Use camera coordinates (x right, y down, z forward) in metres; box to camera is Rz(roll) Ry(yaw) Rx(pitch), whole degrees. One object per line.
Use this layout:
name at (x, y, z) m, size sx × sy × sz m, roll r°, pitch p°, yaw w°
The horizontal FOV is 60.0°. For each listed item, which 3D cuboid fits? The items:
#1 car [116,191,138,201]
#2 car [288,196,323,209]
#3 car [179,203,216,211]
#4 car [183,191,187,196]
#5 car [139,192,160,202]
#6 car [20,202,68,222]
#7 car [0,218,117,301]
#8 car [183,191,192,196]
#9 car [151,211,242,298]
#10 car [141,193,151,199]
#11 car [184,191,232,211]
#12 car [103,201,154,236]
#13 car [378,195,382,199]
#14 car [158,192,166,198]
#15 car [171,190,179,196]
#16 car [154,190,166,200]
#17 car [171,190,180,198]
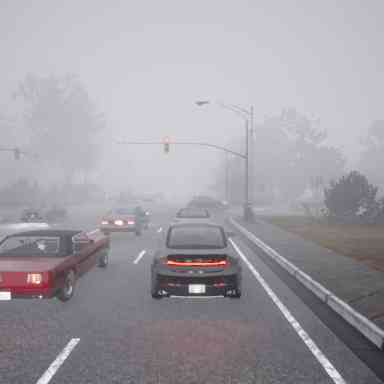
car at (-10.701, 0.814, 53.866) m, size 2.150 × 2.045 × 5.566 m, roll 0°, pitch 1°, yaw 0°
car at (13.659, 1.214, 38.436) m, size 4.902 × 1.511 × 2.128 m, roll 0°, pitch 0°, yaw -3°
car at (0.076, 1.495, 17.703) m, size 1.895 × 1.301 × 4.718 m, roll 0°, pitch 0°, yaw 0°
car at (-0.687, 0.775, 85.309) m, size 1.994 × 1.385 × 4.181 m, roll 0°, pitch 1°, yaw -4°
car at (-7.204, 1.117, 56.750) m, size 2.033 × 1.411 × 5.357 m, roll 0°, pitch 1°, yaw 0°
car at (-10.647, 1.404, 24.196) m, size 1.994 × 1.385 × 4.181 m, roll 0°, pitch 0°, yaw 0°
car at (-3.415, 1.570, 8.209) m, size 1.895 × 1.301 × 4.718 m, roll 0°, pitch 0°, yaw 0°
car at (-1.441, 0.456, 95.186) m, size 2.033 × 1.411 × 5.357 m, roll 0°, pitch 1°, yaw -7°
car at (0.086, 1.472, 8.390) m, size 1.837 × 1.490 × 4.892 m, roll 0°, pitch 0°, yaw 0°
car at (-10.944, 0.902, 79.960) m, size 1.895 × 1.301 × 4.718 m, roll 0°, pitch 1°, yaw -2°
car at (1.948, 1.099, 35.527) m, size 4.553 × 1.767 × 2.097 m, roll 0°, pitch 0°, yaw 26°
car at (-3.449, 1.441, 17.798) m, size 2.033 × 1.411 × 5.357 m, roll 0°, pitch 0°, yaw -1°
car at (23.743, 0.939, 39.026) m, size 5.566 × 2.045 × 2.150 m, roll 0°, pitch 0°, yaw -4°
car at (-7.667, 0.711, 84.815) m, size 1.882 × 1.535 × 5.008 m, roll 0°, pitch 1°, yaw -3°
car at (-4.921, 0.275, 94.818) m, size 2.097 × 1.767 × 4.553 m, roll 0°, pitch 1°, yaw -7°
car at (-7.195, 0.657, 70.298) m, size 2.150 × 2.045 × 5.566 m, roll 0°, pitch 1°, yaw -1°
car at (-4.159, 0.756, 84.771) m, size 2.128 × 1.511 × 4.902 m, roll 0°, pitch 1°, yaw -4°
